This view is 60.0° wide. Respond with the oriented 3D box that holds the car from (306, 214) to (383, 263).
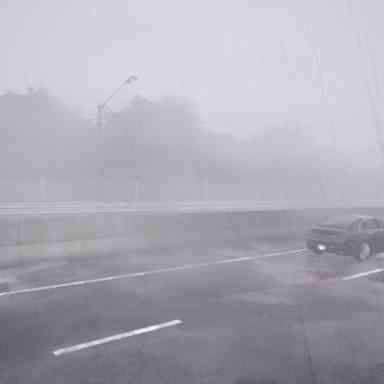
[{"bbox_3d":[6.347,1.613,12.522,4.892,1.490,1.837,0,0,-34],"label":"car"}]
